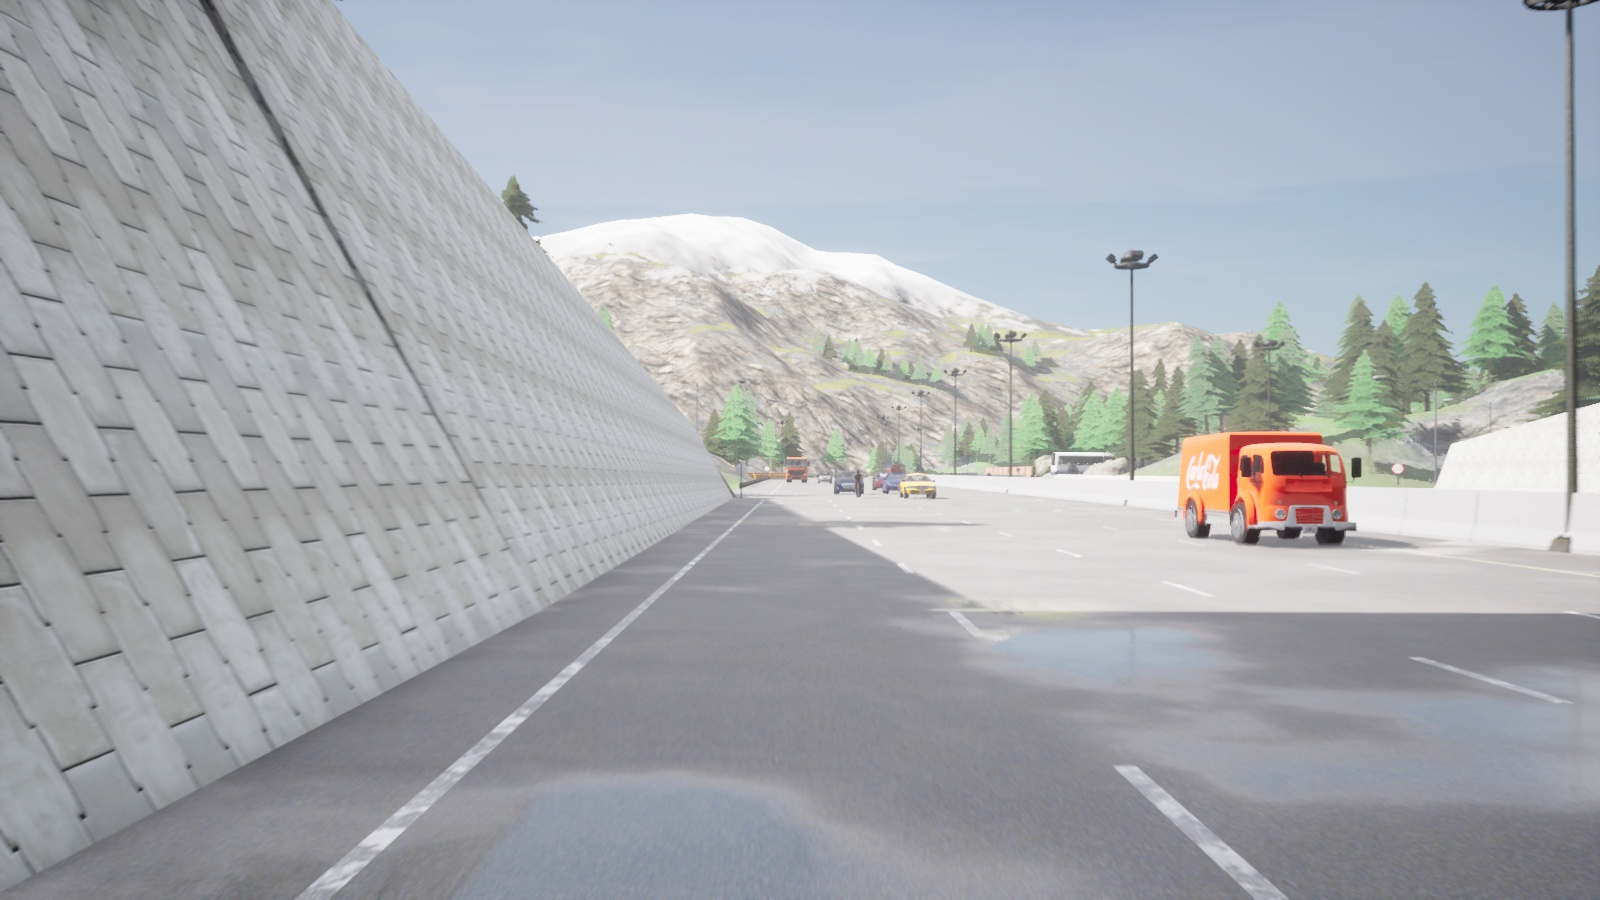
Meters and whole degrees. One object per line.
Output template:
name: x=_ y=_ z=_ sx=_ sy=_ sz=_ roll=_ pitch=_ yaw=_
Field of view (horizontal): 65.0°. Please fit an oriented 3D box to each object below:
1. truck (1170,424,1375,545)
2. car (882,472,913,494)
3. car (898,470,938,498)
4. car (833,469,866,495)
truck: x=10.430 y=0.762 z=28.315 sx=2.627 sy=2.467 sz=5.204 roll=0 pitch=-1 yaw=0
car: x=6.790 y=2.275 z=87.598 sx=1.812 sy=1.442 sz=4.674 roll=0 pitch=-1 yaw=0
car: x=6.824 y=1.945 z=73.127 sx=1.801 sy=1.575 sz=5.366 roll=0 pitch=-1 yaw=0
car: x=3.296 y=2.147 z=84.855 sx=2.033 sy=1.649 sz=4.856 roll=0 pitch=-1 yaw=0
